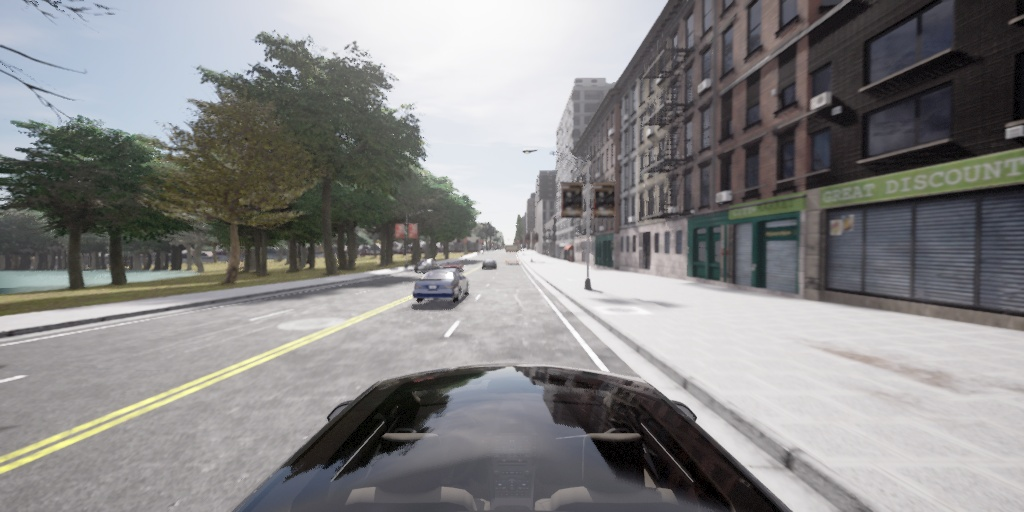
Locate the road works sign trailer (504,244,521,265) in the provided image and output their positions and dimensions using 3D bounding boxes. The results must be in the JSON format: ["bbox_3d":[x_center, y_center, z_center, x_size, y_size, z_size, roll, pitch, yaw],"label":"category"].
[{"bbox_3d":[-0.026,-0.299,64.935,2.380,3.560,2.880,0,0,0],"label":"road works sign trailer"}]

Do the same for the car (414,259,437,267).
[{"bbox_3d":[-9.851,1.119,41.188,2.128,1.511,4.902,0,1,0],"label":"car"}]

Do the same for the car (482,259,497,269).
[{"bbox_3d":[-3.171,1.058,51.380,1.994,1.385,4.181,0,1,0],"label":"car"}]

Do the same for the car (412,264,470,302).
[{"bbox_3d":[-3.156,1.285,16.793,2.033,1.411,5.357,0,0,0],"label":"car"}]

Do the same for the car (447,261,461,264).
[{"bbox_3d":[-6.606,1.242,39.887,1.895,1.301,4.718,0,0,0],"label":"car"}]
